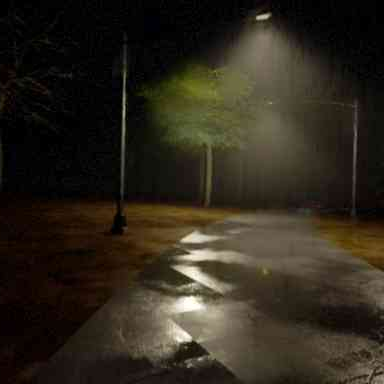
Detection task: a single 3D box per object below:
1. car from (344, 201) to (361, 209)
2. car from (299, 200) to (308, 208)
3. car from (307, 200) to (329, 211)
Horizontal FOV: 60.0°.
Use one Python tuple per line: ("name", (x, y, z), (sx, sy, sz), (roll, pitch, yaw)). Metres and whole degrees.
("car", (31.705, 2.530, 65.813), (4.892, 1.490, 1.837), (2, 0, -44))
("car", (19.812, 2.104, 56.846), (1.812, 1.442, 4.674), (2, 0, 37))
("car", (19.661, 2.140, 51.137), (1.994, 1.385, 4.181), (2, 0, 33))
